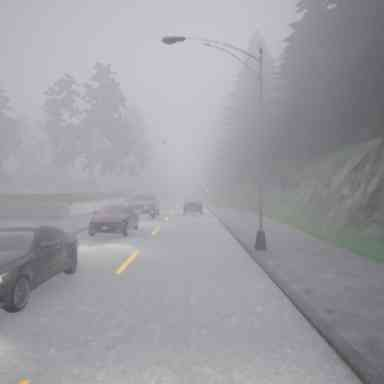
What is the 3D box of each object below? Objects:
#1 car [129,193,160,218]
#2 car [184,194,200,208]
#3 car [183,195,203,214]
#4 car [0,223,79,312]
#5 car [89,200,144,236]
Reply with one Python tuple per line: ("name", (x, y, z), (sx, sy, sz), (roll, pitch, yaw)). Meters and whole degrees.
("car", (-4.044, 1.115, 28.753), (2.150, 2.045, 5.566), (0, 0, 0))
("car", (0.021, 1.183, 45.424), (2.097, 1.767, 4.553), (0, 0, 0))
("car", (0.100, 1.355, 33.042), (1.882, 1.535, 5.008), (0, 0, 0))
("car", (-4.086, 1.497, 7.757), (1.812, 1.442, 4.674), (0, 0, 0))
("car", (-4.092, 1.411, 18.074), (1.882, 1.535, 5.008), (0, 0, 0))
